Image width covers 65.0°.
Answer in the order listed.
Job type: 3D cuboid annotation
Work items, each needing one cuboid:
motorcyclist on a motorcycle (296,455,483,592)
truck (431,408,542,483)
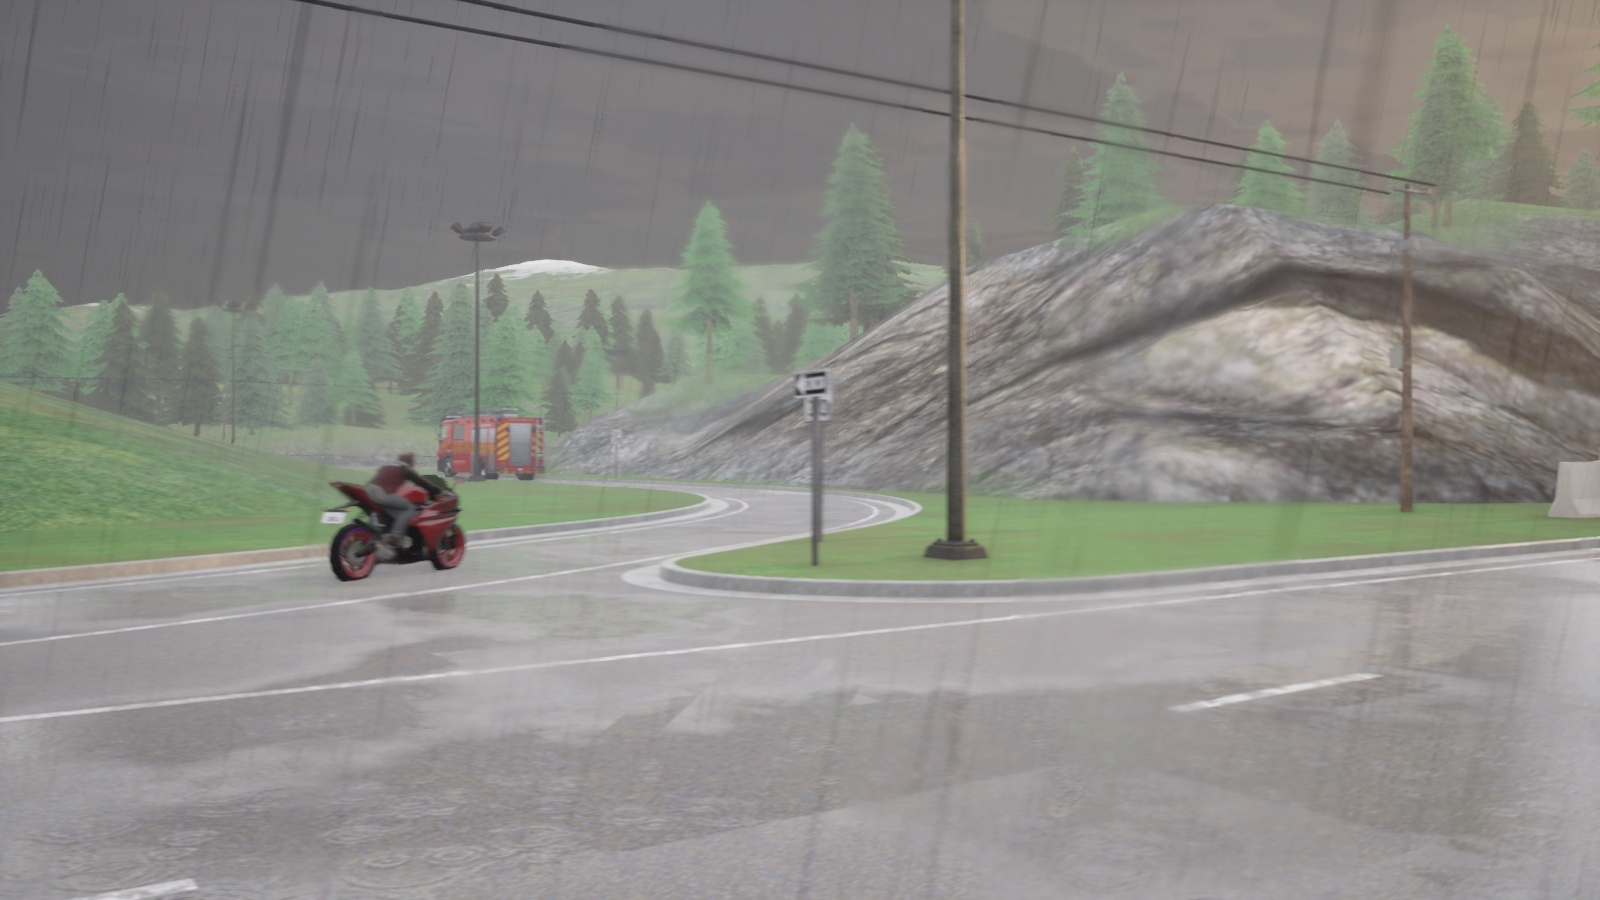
[{"bbox_3d":[-4.928,0.828,15.260,0.866,1.530,2.191,-1,0,26],"label":"motorcyclist on a motorcycle"},{"bbox_3d":[-17.342,-0.213,68.971,2.891,3.827,8.468,0,0,-37],"label":"truck"}]
